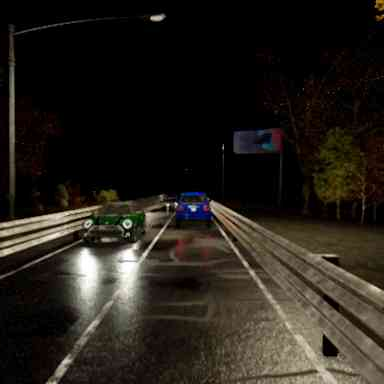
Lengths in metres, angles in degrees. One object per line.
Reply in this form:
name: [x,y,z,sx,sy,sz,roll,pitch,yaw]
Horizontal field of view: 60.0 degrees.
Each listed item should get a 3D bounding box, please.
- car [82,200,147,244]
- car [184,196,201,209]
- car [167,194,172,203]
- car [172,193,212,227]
car: [-3.356,1.247,15.155,2.097,1.767,4.553,0,0,0]
car: [0.063,1.261,41.453,2.033,1.411,5.357,0,0,0]
car: [-3.309,1.129,57.901,1.812,1.442,4.674,0,0,0]
car: [0.088,1.072,21.805,2.150,2.045,5.566,0,1,0]
